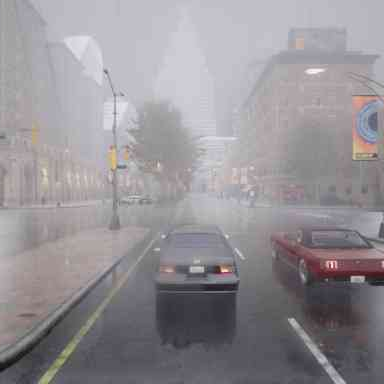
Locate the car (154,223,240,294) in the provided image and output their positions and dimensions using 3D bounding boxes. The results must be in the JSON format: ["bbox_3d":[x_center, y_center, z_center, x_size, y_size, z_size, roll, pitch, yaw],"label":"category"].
[{"bbox_3d":[0.092,1.547,8.938,2.033,1.411,5.357,0,0,0],"label":"car"}]

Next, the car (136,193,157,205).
[{"bbox_3d":[-8.119,1.491,59.208,2.128,1.511,4.902,0,0,0],"label":"car"}]

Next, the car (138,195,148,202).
[{"bbox_3d":[-11.583,1.524,79.198,1.812,1.442,4.674,0,0,0],"label":"car"}]

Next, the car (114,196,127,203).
[{"bbox_3d":[-14.822,1.595,69.185,1.895,1.301,4.718,0,0,0],"label":"car"}]

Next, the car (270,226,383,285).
[{"bbox_3d":[3.591,1.601,9.421,1.895,1.301,4.718,0,0,0],"label":"car"}]

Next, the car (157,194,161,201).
[{"bbox_3d":[-8.072,1.526,68.976,1.812,1.442,4.674,0,0,0],"label":"car"}]

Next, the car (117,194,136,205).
[{"bbox_3d":[-11.618,1.526,58.918,1.812,1.442,4.674,0,0,0],"label":"car"}]
